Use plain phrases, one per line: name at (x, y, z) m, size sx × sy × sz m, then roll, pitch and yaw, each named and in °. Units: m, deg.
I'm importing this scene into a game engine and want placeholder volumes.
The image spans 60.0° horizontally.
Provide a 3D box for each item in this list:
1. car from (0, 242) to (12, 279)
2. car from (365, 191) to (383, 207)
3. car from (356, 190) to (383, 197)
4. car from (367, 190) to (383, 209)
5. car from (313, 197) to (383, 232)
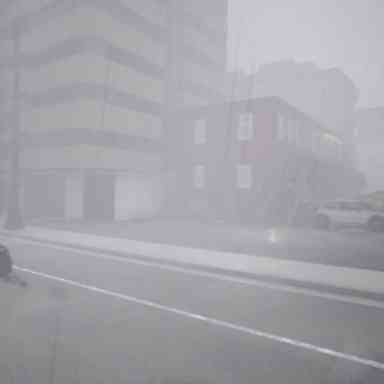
car at (-6.526, 1.514, 8.646) m, size 4.181 × 1.385 × 1.994 m, roll 1°, pitch 0°, yaw 36°
car at (19.201, 0.649, 30.798) m, size 5.357 × 1.415 × 2.033 m, roll 1°, pitch 1°, yaw 36°
car at (13.871, 0.809, 22.932) m, size 5.027 × 1.636 × 2.152 m, roll 2°, pitch 1°, yaw 36°
car at (17.363, 0.656, 28.424) m, size 3.988 × 1.617 × 1.851 m, roll 0°, pitch 0°, yaw 36°
car at (8.283, 1.153, 16.973) m, size 3.806 × 1.475 × 1.970 m, roll 0°, pitch 0°, yaw 36°
